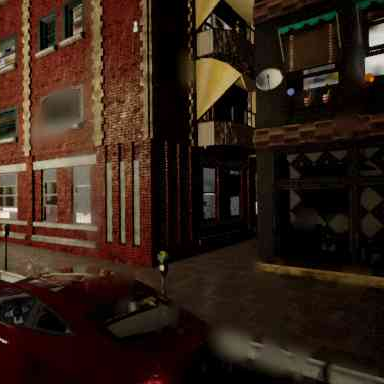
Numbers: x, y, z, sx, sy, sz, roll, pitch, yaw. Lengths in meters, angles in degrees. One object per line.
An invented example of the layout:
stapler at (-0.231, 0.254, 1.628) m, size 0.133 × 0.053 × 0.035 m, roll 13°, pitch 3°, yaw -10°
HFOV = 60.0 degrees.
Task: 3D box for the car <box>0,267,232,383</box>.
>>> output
car at (-1.551, 1.583, 3.959) m, size 4.206 × 1.307 × 1.802 m, roll 0°, pitch -1°, yaw 36°
